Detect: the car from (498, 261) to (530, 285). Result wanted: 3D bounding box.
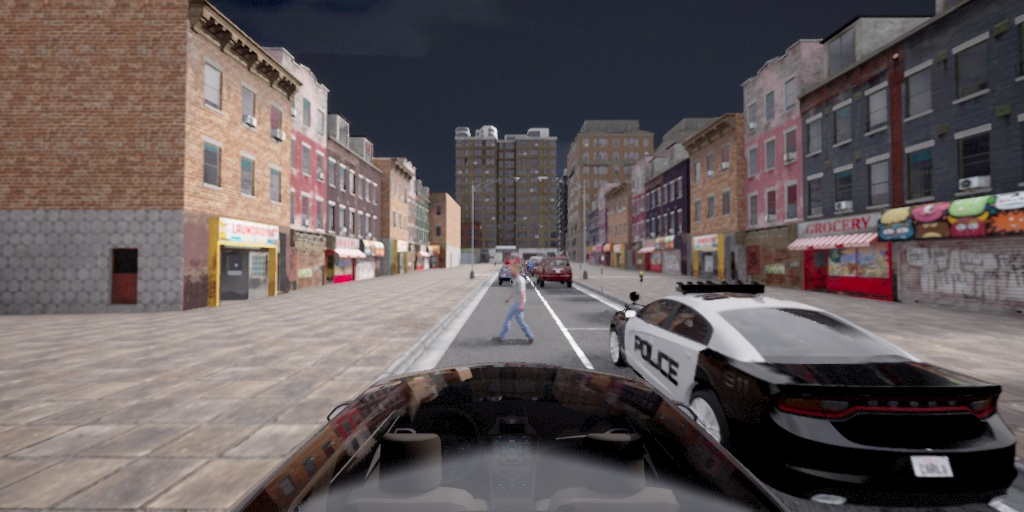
[{"bbox_3d":[0.069,1.254,25.139,1.895,1.301,4.718,0,0,1],"label":"car"}]

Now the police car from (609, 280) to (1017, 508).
[{"bbox_3d":[2.751,1.159,4.934,1.930,1.638,5.238,0,0,0],"label":"police car"}]

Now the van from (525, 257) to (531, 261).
[{"bbox_3d":[2.654,0.964,39.484,1.690,1.789,3.998,0,0,0],"label":"van"}]

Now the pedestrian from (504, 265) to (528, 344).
[{"bbox_3d":[0.084,1.013,7.966,0.375,1.860,0.375,1,-1,0],"label":"pedestrian"}]

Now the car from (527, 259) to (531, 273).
[{"bbox_3d":[2.652,1.214,34.046,1.802,1.307,4.207,0,0,0],"label":"car"}]

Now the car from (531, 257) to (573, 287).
[{"bbox_3d":[2.648,0.974,23.171,2.192,1.841,5.009,0,0,0],"label":"car"}]

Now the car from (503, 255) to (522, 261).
[{"bbox_3d":[0.090,0.840,44.732,2.150,2.045,5.566,0,0,0],"label":"car"}]
